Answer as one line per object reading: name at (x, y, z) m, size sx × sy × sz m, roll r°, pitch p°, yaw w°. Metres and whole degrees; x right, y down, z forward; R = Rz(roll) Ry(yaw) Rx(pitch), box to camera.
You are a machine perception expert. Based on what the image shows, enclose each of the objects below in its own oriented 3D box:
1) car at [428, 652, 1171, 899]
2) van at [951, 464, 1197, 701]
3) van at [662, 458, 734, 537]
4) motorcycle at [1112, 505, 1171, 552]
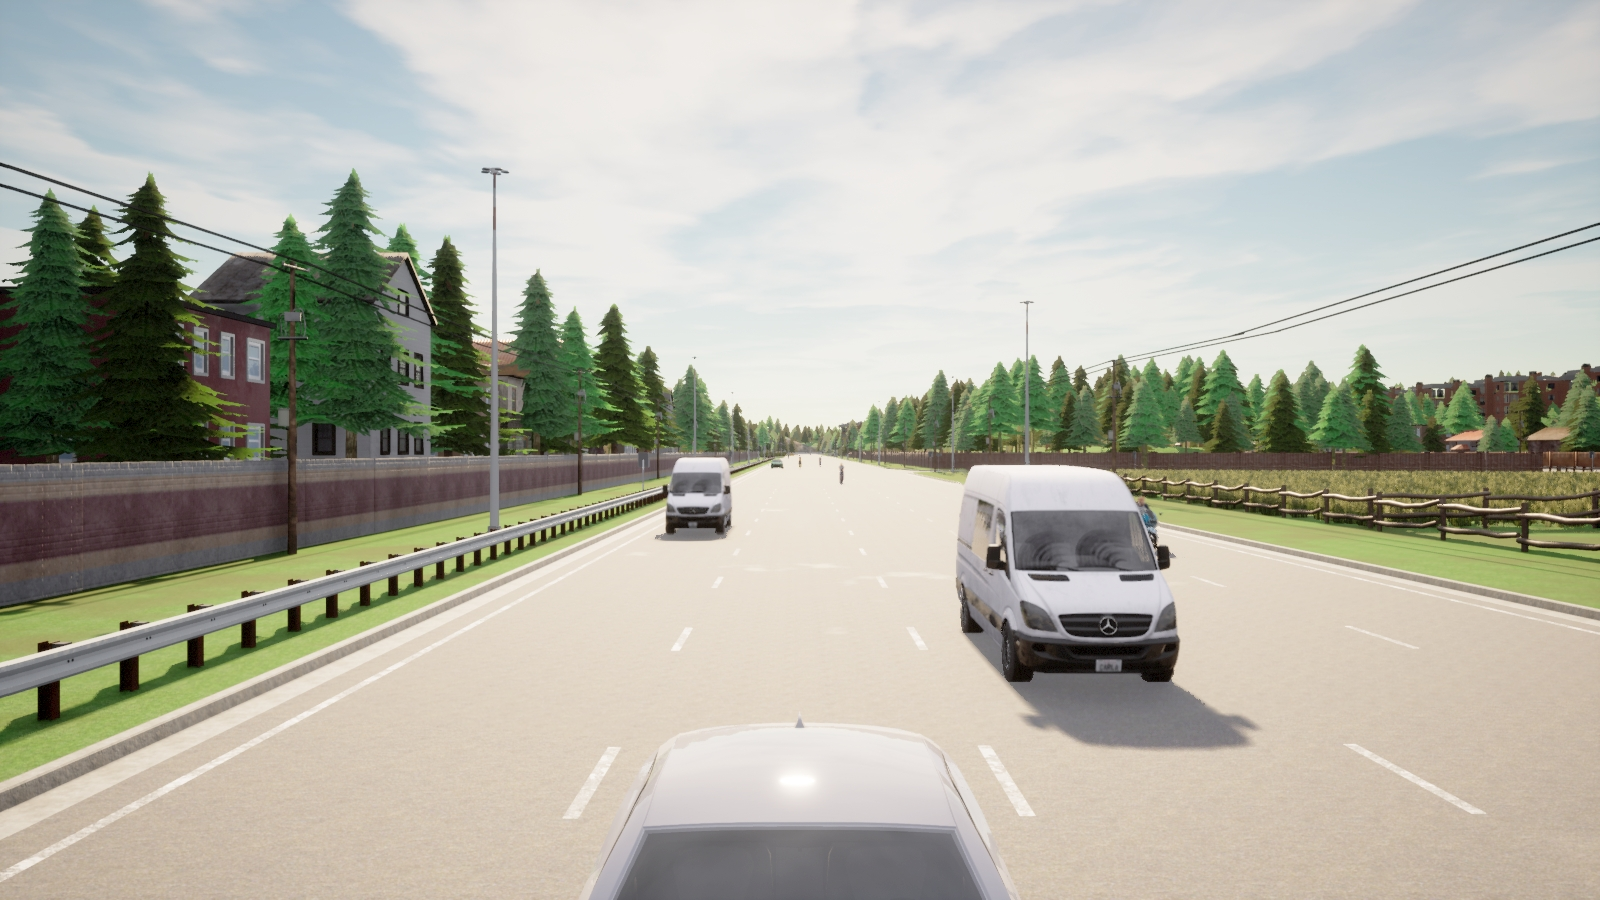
car at (-0.001, 2.038, 4.684) m, size 2.097 × 1.535 × 5.006 m, roll 0°, pitch 0°, yaw 0°
van at (3.493, 1.543, 15.891) m, size 1.988 × 2.561 × 5.915 m, roll 0°, pitch 0°, yaw 0°
van at (-3.510, 1.561, 40.316) m, size 1.988 × 2.561 × 5.915 m, roll 0°, pitch 0°, yaw 0°
motorcycle at (9.643, 2.207, 32.373) m, size 0.803 × 1.199 × 2.033 m, roll 0°, pitch 0°, yaw -9°
